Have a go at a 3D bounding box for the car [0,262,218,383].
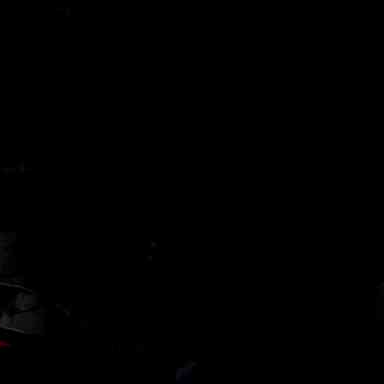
[{"bbox_3d":[-1.727,1.566,4.052,4.313,1.339,1.947,0,0,36],"label":"car"}]
